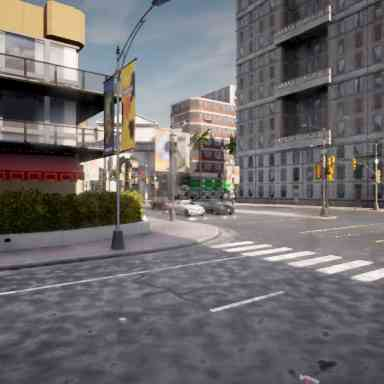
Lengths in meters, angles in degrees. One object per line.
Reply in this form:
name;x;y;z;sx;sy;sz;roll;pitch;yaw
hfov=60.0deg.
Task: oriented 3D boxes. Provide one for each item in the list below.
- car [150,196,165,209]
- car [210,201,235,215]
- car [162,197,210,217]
car;-3.459;1.363;42.192;2.097;1.767;4.553;0;0;-35
car;2.410;1.575;33.820;1.994;1.385;4.181;0;0;-35
car;-0.661;1.535;32.099;1.812;1.442;4.674;0;0;-35
